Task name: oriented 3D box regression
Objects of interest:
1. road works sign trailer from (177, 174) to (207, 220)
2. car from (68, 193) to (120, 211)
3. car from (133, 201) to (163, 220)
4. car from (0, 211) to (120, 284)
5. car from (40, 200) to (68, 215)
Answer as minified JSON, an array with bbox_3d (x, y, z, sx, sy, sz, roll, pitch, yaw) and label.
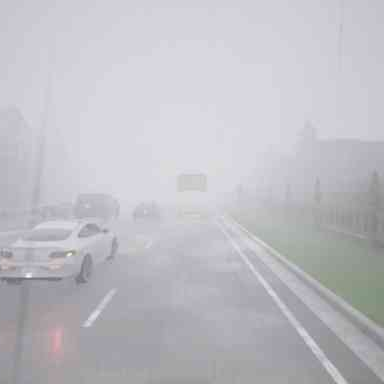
[{"bbox_3d":[-0.004,0.322,26.822,2.380,3.560,2.880,0,0,0],"label":"road works sign trailer"},{"bbox_3d":[-6.903,1.090,24.651,2.150,2.045,5.566,0,0,0],"label":"car"},{"bbox_3d":[-3.403,1.425,26.150,1.994,1.385,4.181,0,0,0],"label":"car"},{"bbox_3d":[-3.416,1.476,9.259,1.812,1.442,4.674,0,0,0],"label":"car"},{"bbox_3d":[-10.417,1.384,26.499,1.812,1.442,4.674,0,0,0],"label":"car"}]
